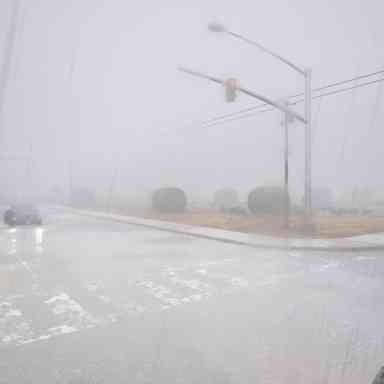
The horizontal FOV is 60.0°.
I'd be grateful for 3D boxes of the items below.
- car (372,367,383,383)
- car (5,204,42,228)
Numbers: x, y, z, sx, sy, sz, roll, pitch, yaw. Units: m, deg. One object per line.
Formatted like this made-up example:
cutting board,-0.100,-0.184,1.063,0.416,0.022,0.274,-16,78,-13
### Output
car,3.320,1.585,1.149,1.837,1.490,4.892,0,0,-35
car,-11.473,1.581,22.516,1.812,1.442,4.674,0,1,-35
